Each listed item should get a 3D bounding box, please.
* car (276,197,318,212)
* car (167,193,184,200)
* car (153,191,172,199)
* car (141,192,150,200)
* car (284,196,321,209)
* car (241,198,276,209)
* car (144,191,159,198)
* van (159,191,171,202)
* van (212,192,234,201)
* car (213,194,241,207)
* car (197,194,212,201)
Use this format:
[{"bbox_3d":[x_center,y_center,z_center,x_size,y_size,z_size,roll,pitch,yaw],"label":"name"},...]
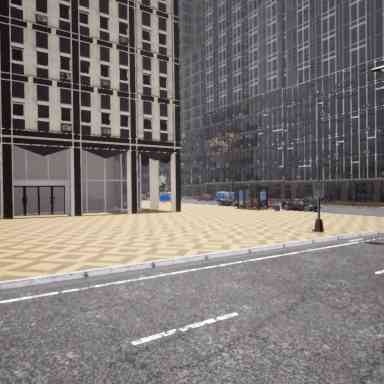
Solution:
[{"bbox_3d":[11.612,1.423,35.737,1.947,1.339,4.313,0,1,-34],"label":"car"},{"bbox_3d":[-3.771,0.935,73.400,1.802,1.307,4.206,0,1,-34],"label":"car"},{"bbox_3d":[-6.973,0.614,78.092,2.192,1.841,5.009,0,1,-34],"label":"car"},{"bbox_3d":[-10.695,1.039,68.680,2.008,1.369,4.403,0,1,-34],"label":"car"},{"bbox_3d":[14.088,1.287,42.601,1.994,1.385,4.181,-1,1,-34],"label":"car"},{"bbox_3d":[8.424,1.388,40.445,1.802,1.307,4.206,0,1,-34],"label":"car"},{"bbox_3d":[-10.175,0.686,82.789,1.967,1.590,4.097,0,1,-34],"label":"car"},{"bbox_3d":[-4.290,0.937,59.286,1.690,1.788,3.998,0,1,-34],"label":"van"},{"bbox_3d":[5.835,0.855,59.309,1.690,1.788,3.998,0,1,-34],"label":"van"},{"bbox_3d":[5.270,1.319,45.173,1.947,1.339,4.313,0,1,-34],"label":"car"},{"bbox_3d":[2.633,1.043,64.008,1.802,1.307,4.206,0,1,-34],"label":"car"}]
